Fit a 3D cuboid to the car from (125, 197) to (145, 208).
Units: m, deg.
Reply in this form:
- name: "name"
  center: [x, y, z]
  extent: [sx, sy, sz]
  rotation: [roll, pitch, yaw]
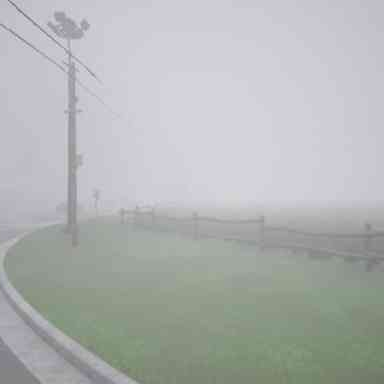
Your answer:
- name: "car"
  center: [-9.612, 2.020, 58.326]
  extent: [2.033, 1.411, 5.357]
  rotation: [0, 0, 5]

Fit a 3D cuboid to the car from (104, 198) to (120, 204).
- name: "car"
  center: [-18.548, 2.038, 77.058]
  extent: [2.033, 1.411, 5.357]
  rotation: [0, 0, 5]

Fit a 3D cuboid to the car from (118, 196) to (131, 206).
- name: "car"
  center: [-12.511, 2.025, 66.159]
  extent: [1.882, 1.535, 5.008]
  rotation: [0, 0, 5]

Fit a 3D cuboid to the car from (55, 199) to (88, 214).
- name: "car"
  center: [-14.762, 1.886, 40.377]
  extent: [1.837, 1.490, 4.892]
  rotation: [0, -1, 5]

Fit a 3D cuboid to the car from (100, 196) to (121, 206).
- name: "car"
  center: [-16.007, 2.078, 66.363]
  extent: [1.837, 1.490, 4.892]
  rotation: [0, 0, 5]

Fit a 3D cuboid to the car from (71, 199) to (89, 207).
- name: "car"
  center: [-22.857, 2.134, 68.102]
  extent: [1.837, 1.490, 4.892]
  rotation: [0, 0, 5]

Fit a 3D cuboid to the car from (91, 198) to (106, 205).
- name: "car"
  center: [-21.969, 2.221, 78.063]
  extent: [1.812, 1.442, 4.674]
  rotation: [0, 0, 5]

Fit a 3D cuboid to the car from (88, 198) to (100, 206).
- name: "car"
  center: [-19.493, 2.061, 66.681]
  extent: [1.882, 1.535, 5.008]
  rotation: [0, 0, 5]

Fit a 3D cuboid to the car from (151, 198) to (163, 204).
- name: "car"
  center: [-8.061, 2.141, 76.424]
  extent: [1.994, 1.385, 4.181]
  rotation: [0, 0, 5]
